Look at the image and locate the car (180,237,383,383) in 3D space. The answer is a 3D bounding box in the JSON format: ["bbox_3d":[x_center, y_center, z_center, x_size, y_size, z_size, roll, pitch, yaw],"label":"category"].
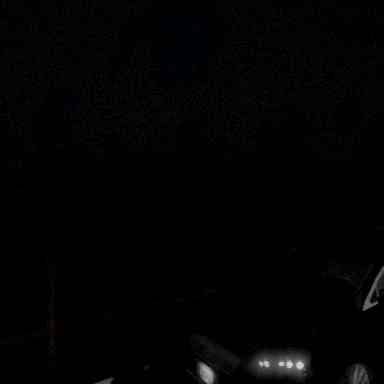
[{"bbox_3d":[2.128,1.456,4.618,4.902,1.511,2.128,-1,0,-36],"label":"car"}]
